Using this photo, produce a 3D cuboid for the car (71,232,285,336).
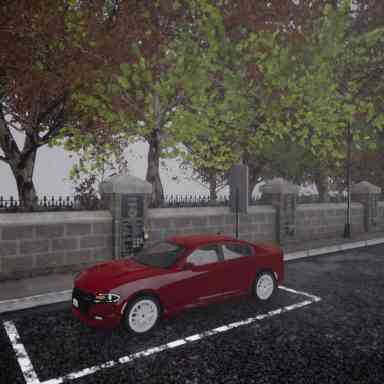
[{"bbox_3d":[-0.052,1.545,6.681,4.507,1.381,1.887,0,0,-36],"label":"car"}]
